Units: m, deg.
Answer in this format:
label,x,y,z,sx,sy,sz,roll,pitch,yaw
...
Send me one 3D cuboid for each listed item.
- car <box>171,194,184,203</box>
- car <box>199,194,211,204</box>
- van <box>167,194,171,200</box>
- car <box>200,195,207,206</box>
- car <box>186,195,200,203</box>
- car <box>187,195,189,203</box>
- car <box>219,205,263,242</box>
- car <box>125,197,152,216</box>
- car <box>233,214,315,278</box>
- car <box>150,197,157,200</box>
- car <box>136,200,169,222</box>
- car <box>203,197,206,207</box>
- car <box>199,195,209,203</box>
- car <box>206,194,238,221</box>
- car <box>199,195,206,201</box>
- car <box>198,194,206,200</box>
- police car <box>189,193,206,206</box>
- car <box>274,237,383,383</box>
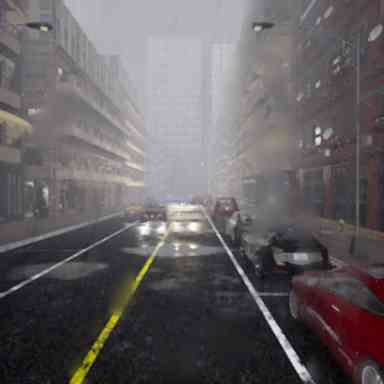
label,x,y,z,sx,sy,sz,roll,pitch,yaw
car,-2.731,1.429,67.340,1.882,1.535,5.008,0,0,0
car,2.577,1.269,65.400,2.192,1.841,5.009,-1,0,0
van,-5.297,1.281,82.030,1.690,1.788,3.998,-1,0,0
car,2.574,1.550,48.753,1.802,1.307,4.206,-1,0,0
car,0.302,1.457,68.873,1.837,1.490,4.892,0,0,15
car,0.247,1.434,62.794,1.882,1.535,5.008,0,0,-11
car,2.562,1.541,15.459,2.008,1.369,4.403,-1,0,0
car,-5.313,1.505,31.918,1.752,1.417,4.829,-1,0,0
car,2.560,1.560,9.910,1.947,1.339,4.313,-1,0,0
car,-5.310,1.412,43.186,1.967,1.590,4.097,-1,0,0
car,-2.838,1.547,25.827,1.994,1.385,4.181,0,0,0
car,2.570,1.501,37.825,1.752,1.417,4.829,-1,0,0
car,2.580,1.390,70.949,1.967,1.590,4.097,-1,0,0
car,2.563,1.298,26.557,2.192,1.841,5.009,-1,0,0
car,2.585,1.465,82.217,1.752,1.417,4.829,-1,0,0
car,2.586,1.375,87.596,1.967,1.590,4.097,-1,0,0
police car,0.844,1.390,53.106,1.930,1.638,5.238,0,0,0
car,2.559,1.579,4.361,1.802,1.307,4.206,-1,0,0
